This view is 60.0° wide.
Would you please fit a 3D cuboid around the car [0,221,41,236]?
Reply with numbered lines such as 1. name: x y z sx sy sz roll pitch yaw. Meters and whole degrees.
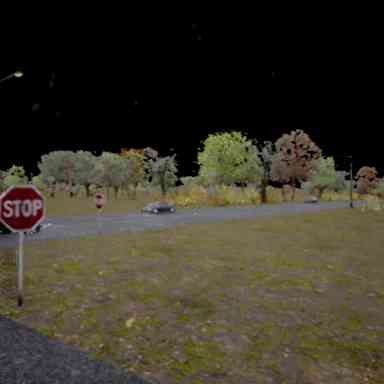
1. car: -10.329 1.430 17.321 2.097 1.767 4.553 1 0 36

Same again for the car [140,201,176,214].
1. car: -3.834 1.794 38.243 1.837 1.490 4.892 1 1 36

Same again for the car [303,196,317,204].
1. car: 30.573 2.133 85.807 2.150 2.045 5.566 1 0 36
